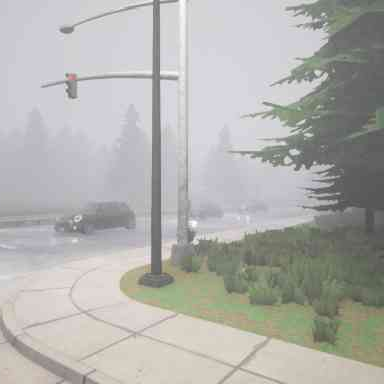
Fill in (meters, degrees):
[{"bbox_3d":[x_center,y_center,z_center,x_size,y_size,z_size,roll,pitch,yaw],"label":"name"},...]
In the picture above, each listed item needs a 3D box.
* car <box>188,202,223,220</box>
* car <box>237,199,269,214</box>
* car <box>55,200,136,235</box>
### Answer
[{"bbox_3d":[0.885,1.537,27.583,1.994,1.385,4.181,0,0,36],"label":"car"},{"bbox_3d":[6.594,1.465,35.777,2.128,1.511,4.902,0,0,36],"label":"car"},{"bbox_3d":[-5.296,1.324,18.633,2.097,1.767,4.553,0,0,35],"label":"car"}]
